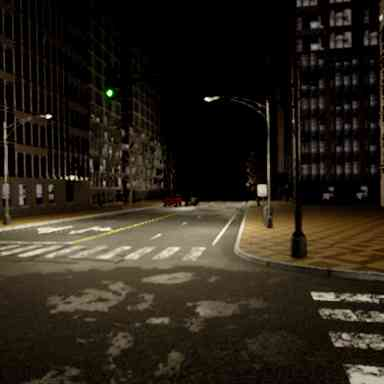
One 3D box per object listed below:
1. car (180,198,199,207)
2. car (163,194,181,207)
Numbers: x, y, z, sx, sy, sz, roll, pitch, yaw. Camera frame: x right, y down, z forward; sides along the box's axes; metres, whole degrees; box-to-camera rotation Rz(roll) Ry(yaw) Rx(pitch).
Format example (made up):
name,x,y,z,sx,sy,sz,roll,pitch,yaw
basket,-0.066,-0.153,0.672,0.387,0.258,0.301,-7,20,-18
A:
name,x,y,z,sx,sy,sz,roll,pitch,yaw
car,0.027,1.670,55.132,2.128,1.511,4.902,-1,0,10
car,-3.181,1.451,55.681,2.150,2.045,5.566,-1,0,10
